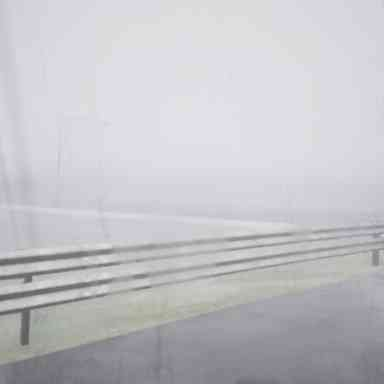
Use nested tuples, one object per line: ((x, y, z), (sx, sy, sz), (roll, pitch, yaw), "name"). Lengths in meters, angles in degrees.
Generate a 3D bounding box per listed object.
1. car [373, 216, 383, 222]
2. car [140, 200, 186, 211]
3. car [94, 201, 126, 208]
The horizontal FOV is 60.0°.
((18.650, 2.509, 30.047), (4.181, 1.385, 1.994), (2, -2, 10), "car")
((-3.233, 1.539, 35.992), (5.357, 1.411, 2.033), (2, -2, 25), "car")
((-11.812, 1.629, 47.907), (4.718, 1.301, 1.895), (2, -2, 28), "car")
